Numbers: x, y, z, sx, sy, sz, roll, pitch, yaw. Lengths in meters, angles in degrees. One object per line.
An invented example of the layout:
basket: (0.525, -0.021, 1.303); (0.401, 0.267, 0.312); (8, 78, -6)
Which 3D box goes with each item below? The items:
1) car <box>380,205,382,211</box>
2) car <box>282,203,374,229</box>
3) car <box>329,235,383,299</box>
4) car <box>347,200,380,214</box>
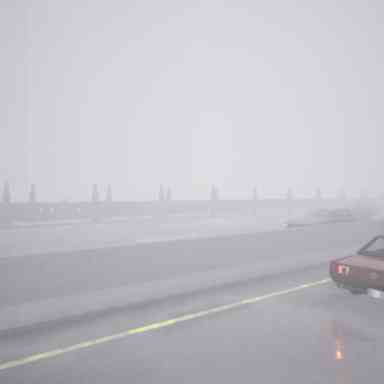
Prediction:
car: (16.993, 1.554, 33.302); (5.357, 1.411, 2.033); (0, 0, -35)
car: (7.185, 1.549, 17.715); (5.357, 1.411, 2.033); (0, 0, -35)
car: (5.235, 1.602, 7.480); (4.718, 1.301, 1.895); (0, 0, -35)
car: (12.228, 1.528, 25.607); (4.674, 1.442, 1.812); (0, 0, -35)
